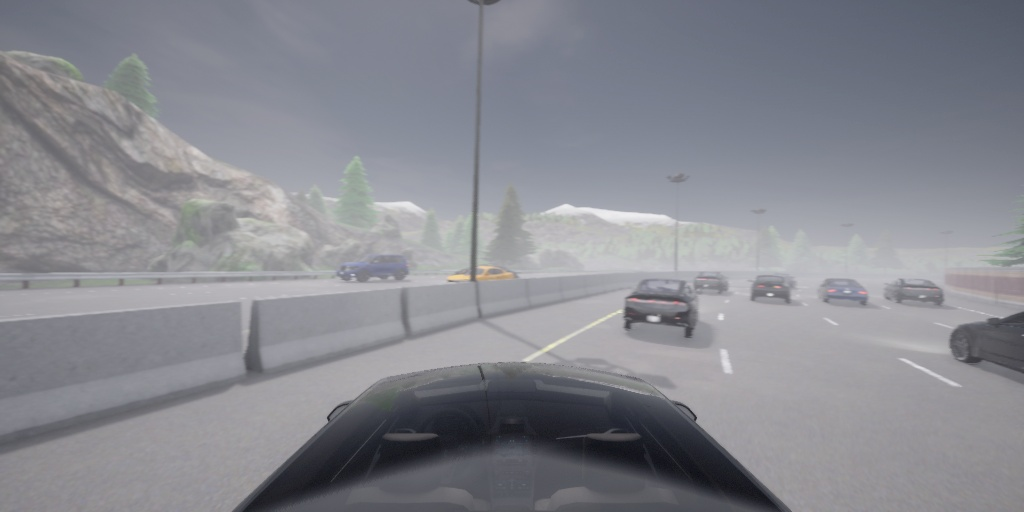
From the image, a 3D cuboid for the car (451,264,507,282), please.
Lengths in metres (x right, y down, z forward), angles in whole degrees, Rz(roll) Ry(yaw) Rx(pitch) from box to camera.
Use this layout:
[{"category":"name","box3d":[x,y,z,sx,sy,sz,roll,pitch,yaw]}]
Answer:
[{"category":"car","box3d":[-2.876,1.477,32.373,2.033,1.411,5.357,1,-1,35]}]

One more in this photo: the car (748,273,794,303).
[{"category":"car","box3d":[15.355,1.875,21.383,1.837,1.490,4.892,1,0,35]}]

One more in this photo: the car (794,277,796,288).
[{"category":"car","box3d":[26.230,2.367,34.855,1.994,1.385,4.181,1,-1,42]}]

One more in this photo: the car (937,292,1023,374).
[{"category":"car","box3d":[9.884,1.602,6.077,1.812,1.442,4.674,1,-1,28]}]

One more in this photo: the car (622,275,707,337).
[{"category":"car","box3d":[4.852,1.467,11.407,2.128,1.511,4.902,1,-1,29]}]

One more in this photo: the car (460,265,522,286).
[{"category":"car","box3d":[-1.518,1.480,28.135,2.033,1.411,5.357,1,-1,34]}]

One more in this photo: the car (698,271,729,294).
[{"category":"car","box3d":[14.715,1.885,26.476,2.128,1.511,4.902,1,-1,36]}]

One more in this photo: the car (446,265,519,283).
[{"category":"car","box3d":[-1.802,1.342,21.145,1.882,1.535,5.008,1,-1,32]}]

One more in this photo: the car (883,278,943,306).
[{"category":"car","box3d":[24.511,2.133,22.024,2.128,1.511,4.902,1,-1,38]}]

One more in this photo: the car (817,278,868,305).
[{"category":"car","box3d":[19.581,2.039,21.378,2.033,1.411,5.357,1,-1,36]}]

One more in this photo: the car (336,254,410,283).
[{"category":"car","box3d":[-10.378,0.887,27.267,2.150,2.045,5.566,1,-1,32]}]
